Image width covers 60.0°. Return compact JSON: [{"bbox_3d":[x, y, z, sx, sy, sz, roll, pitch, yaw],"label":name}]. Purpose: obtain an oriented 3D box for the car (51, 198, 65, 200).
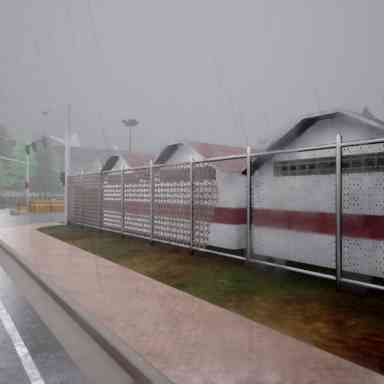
[{"bbox_3d":[-17.132,1.505,42.327,4.892,1.490,1.837,0,0,-38],"label":"car"}]
